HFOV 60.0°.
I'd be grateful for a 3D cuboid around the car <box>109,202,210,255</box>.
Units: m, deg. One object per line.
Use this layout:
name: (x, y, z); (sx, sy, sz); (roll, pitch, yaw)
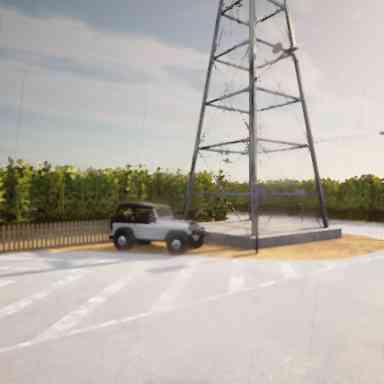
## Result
car: (-1.385, 1.355, 13.194); (3.866, 1.878, 1.905); (0, 0, 23)
